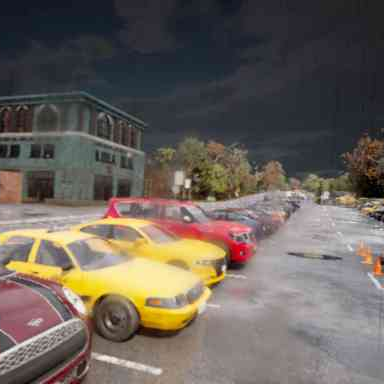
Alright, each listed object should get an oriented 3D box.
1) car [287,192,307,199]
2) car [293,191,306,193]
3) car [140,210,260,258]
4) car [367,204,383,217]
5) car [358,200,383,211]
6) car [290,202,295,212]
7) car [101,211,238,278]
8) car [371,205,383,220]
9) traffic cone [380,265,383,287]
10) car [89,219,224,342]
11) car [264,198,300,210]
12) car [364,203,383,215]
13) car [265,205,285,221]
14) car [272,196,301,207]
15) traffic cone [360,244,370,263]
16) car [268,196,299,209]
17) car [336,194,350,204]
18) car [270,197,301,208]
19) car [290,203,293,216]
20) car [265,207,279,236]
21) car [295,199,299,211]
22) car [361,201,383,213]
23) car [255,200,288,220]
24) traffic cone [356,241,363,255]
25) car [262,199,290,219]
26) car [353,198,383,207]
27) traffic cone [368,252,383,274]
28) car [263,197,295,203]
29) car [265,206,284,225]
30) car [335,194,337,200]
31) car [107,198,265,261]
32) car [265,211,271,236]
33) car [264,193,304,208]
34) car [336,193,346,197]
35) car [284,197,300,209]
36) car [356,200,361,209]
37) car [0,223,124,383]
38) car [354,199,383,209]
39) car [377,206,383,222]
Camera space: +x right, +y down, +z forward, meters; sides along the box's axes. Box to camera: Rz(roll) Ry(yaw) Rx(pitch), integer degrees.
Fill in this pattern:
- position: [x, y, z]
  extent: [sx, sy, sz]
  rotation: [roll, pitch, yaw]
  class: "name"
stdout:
- position: [26.657, 1.498, 86.836]
  extent: [4.792, 1.488, 2.163]
  rotation: [3, 3, 20]
  class: "car"
- position: [27.647, 1.383, 89.428]
  extent: [5.008, 1.535, 2.097]
  rotation: [3, 3, 20]
  class: "car"
- position: [0.356, 1.679, 14.263]
  extent: [4.674, 1.452, 2.002]
  rotation: [3, -1, 20]
  class: "car"
- position: [22.274, 2.499, 36.102]
  extent: [5.008, 1.535, 2.097]
  rotation: [3, 1, 20]
  class: "car"
- position: [25.295, 2.420, 43.772]
  extent: [5.366, 1.575, 1.946]
  rotation: [3, 2, 20]
  class: "car"
- position: [7.998, 1.981, 35.205]
  extent: [4.792, 1.488, 2.163]
  rotation: [3, 1, 20]
  class: "car"
- position: [-1.556, 1.494, 9.039]
  extent: [5.008, 1.535, 2.097]
  rotation: [3, -1, 20]
  class: "car"
- position: [21.312, 2.508, 33.483]
  extent: [5.008, 1.535, 2.097]
  rotation: [3, 1, 20]
  class: "car"
- position: [5.376, 2.308, 8.975]
  extent: [0.340, 0.580, 0.340]
  rotation: [3, -1, 20]
  class: "traffic cone"
- position: [-2.333, 1.426, 6.360]
  extent: [5.366, 1.575, 1.946]
  rotation: [3, -1, 20]
  class: "car"
- position: [13.790, 1.812, 50.902]
  extent: [5.008, 1.535, 2.097]
  rotation: [3, 2, 20]
  class: "car"
- position: [23.212, 2.511, 38.731]
  extent: [4.792, 1.488, 2.163]
  rotation: [3, 1, 20]
  class: "car"
- position: [4.192, 1.903, 24.732]
  extent: [4.674, 1.452, 2.002]
  rotation: [3, 0, 20]
  class: "car"
- position: [16.650, 1.651, 58.745]
  extent: [4.792, 1.488, 2.163]
  rotation: [3, 2, 20]
  class: "car"
- position: [6.749, 2.411, 12.730]
  extent: [0.340, 0.580, 0.340]
  rotation: [3, 0, 20]
  class: "traffic cone"
- position: [14.788, 1.630, 53.493]
  extent: [4.553, 1.767, 2.185]
  rotation: [3, 2, 20]
  class: "car"
- position: [38.040, 2.107, 79.851]
  extent: [5.008, 1.535, 2.097]
  rotation: [3, 3, 20]
  class: "car"
- position: [15.744, 1.720, 56.113]
  extent: [4.792, 1.488, 2.163]
  rotation: [3, 2, 20]
  class: "car"
- position: [7.093, 1.974, 32.568]
  extent: [4.792, 1.488, 2.163]
  rotation: [3, 1, 20]
  class: "car"
- position: [2.269, 1.766, 19.497]
  extent: [5.008, 1.535, 2.097]
  rotation: [3, 0, 20]
  class: "car"
- position: [10.882, 1.958, 43.063]
  extent: [4.792, 1.488, 2.163]
  rotation: [3, 1, 20]
  class: "car"
- position: [24.331, 2.460, 41.149]
  extent: [5.366, 1.575, 1.946]
  rotation: [3, 2, 20]
  class: "car"
- position: [5.185, 1.774, 27.339]
  extent: [4.553, 1.767, 2.185]
  rotation: [3, 0, 20]
  class: "car"
- position: [7.436, 2.459, 14.608]
  extent: [0.340, 0.580, 0.340]
  rotation: [3, 0, 20]
  class: "traffic cone"
- position: [6.141, 1.801, 29.949]
  extent: [4.553, 1.767, 2.185]
  rotation: [3, 0, 20]
  class: "car"
- position: [28.053, 2.279, 51.802]
  extent: [4.674, 1.452, 2.002]
  rotation: [3, 2, 20]
  class: "car"
- position: [6.062, 2.360, 10.853]
  extent: [0.340, 0.580, 0.340]
  rotation: [3, -1, 20]
  class: "traffic cone"
- position: [8.962, 1.827, 37.821]
  extent: [4.553, 1.767, 2.185]
  rotation: [3, 1, 20]
  class: "car"
- position: [3.227, 1.818, 22.116]
  extent: [5.008, 1.535, 2.097]
  rotation: [3, 0, 20]
  class: "car"
- position: [39.884, 1.967, 84.943]
  extent: [4.792, 1.488, 2.163]
  rotation: [3, 3, 20]
  class: "car"
- position: [-0.557, 1.317, 11.643]
  extent: [5.566, 2.045, 2.435]
  rotation: [3, -1, 20]
  class: "car"
- position: [1.288, 1.735, 16.888]
  extent: [4.792, 1.488, 2.163]
  rotation: [3, -1, 20]
  class: "car"
- position: [12.867, 1.612, 48.261]
  extent: [5.566, 2.045, 2.435]
  rotation: [3, 2, 20]
  class: "car"
- position: [39.033, 1.897, 82.433]
  extent: [4.553, 1.767, 2.185]
  rotation: [3, 3, 20]
  class: "car"
- position: [11.863, 1.902, 45.663]
  extent: [4.892, 1.521, 2.231]
  rotation: [3, 1, 20]
  class: "car"
- position: [26.111, 2.397, 46.448]
  extent: [4.792, 1.488, 2.163]
  rotation: [3, 2, 20]
  class: "car"
- position: [-3.443, 1.226, 3.940]
  extent: [4.553, 1.767, 2.185]
  rotation: [3, -1, 20]
  class: "car"
- position: [27.092, 2.345, 49.189]
  extent: [4.674, 1.452, 2.002]
  rotation: [3, 2, 20]
  class: "car"
- position: [20.307, 2.508, 30.744]
  extent: [4.892, 1.521, 2.231]
  rotation: [3, 1, 20]
  class: "car"
